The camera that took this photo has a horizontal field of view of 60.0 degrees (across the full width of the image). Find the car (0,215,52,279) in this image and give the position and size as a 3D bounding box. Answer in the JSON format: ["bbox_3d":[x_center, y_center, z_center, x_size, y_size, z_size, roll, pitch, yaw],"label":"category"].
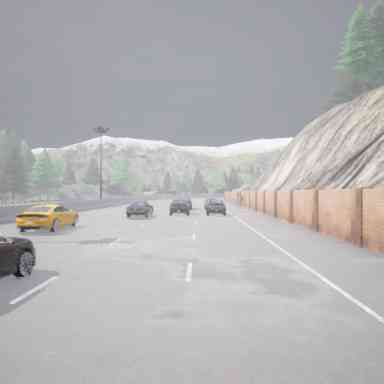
[{"bbox_3d":[-5.279,1.492,7.274,2.128,1.511,4.902,0,0,1],"label":"car"}]

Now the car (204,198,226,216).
[{"bbox_3d":[2.312,1.492,32.820,2.128,1.511,4.902,0,0,1],"label":"car"}]

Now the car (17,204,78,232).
[{"bbox_3d":[-8.487,1.478,19.958,1.882,1.535,5.008,0,0,1],"label":"car"}]

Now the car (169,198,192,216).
[{"bbox_3d":[-1.184,1.505,33.046,1.837,1.490,4.892,0,0,1],"label":"car"}]

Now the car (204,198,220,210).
[{"bbox_3d":[2.550,1.526,43.266,1.812,1.442,4.674,0,0,1],"label":"car"}]

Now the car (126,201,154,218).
[{"bbox_3d":[-4.737,1.548,30.685,2.033,1.411,5.357,0,0,1],"label":"car"}]
